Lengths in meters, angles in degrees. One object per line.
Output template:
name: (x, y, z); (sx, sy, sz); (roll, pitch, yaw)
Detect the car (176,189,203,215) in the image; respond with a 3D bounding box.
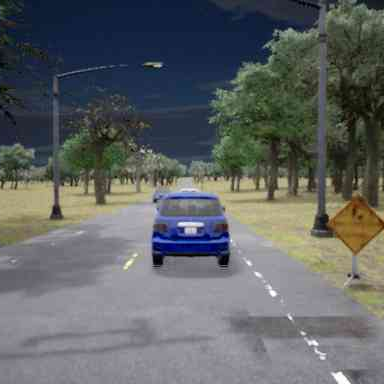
car: (-0.228, 0.745, 28.666); (2.150, 2.045, 5.566); (0, 1, 0)

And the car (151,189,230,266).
car: (-0.032, 1.024, 10.981); (2.150, 2.045, 5.566); (0, 1, 0)

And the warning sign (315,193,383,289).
warning sign: (3.514, 0.983, 7.153); (1.300, 1.860, 1.060); (1, 2, -1)
